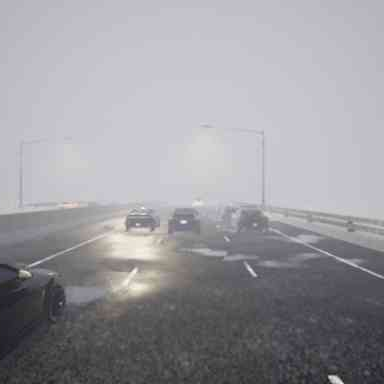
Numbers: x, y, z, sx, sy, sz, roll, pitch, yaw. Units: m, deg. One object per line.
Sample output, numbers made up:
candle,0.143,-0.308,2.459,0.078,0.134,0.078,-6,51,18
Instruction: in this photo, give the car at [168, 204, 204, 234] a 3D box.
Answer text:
car,-0.353,1.784,21.358,2.163,1.488,4.792,0,-1,3

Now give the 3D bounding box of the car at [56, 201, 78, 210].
car,-20.220,2.244,53.874,1.882,1.535,5.008,0,-1,2

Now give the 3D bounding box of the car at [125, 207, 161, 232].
car,-3.238,1.787,22.540,2.128,1.511,4.902,0,-1,1

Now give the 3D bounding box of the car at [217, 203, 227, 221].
car,3.816,2.002,32.466,1.994,1.385,4.181,0,-1,1

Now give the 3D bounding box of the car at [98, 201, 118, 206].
car,-13.204,2.324,54.449,2.033,1.411,5.357,0,-1,2

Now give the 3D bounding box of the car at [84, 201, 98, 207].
car,-16.638,2.309,56.158,1.837,1.490,4.892,0,-1,2

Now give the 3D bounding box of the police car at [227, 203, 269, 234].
police car,3.642,1.710,21.657,1.930,1.638,5.238,0,-1,1

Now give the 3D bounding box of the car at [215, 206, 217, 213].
car,4.060,2.153,43.385,2.033,1.411,5.357,0,-1,1

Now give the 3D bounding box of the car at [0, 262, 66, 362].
car,-3.384,1.624,4.648,1.994,1.385,4.181,0,-1,0

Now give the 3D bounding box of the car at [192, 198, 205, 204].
car,1.200,2.100,61.267,2.150,2.045,5.566,0,-2,1
